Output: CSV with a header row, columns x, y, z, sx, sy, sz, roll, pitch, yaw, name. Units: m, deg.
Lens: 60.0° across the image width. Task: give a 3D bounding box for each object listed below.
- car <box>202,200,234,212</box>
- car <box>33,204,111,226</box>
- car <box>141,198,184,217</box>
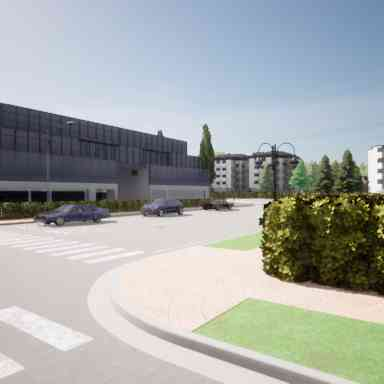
x,y,z,sx,sy,sz,roll,pitch,yaw,name
3.140,1.617,40.270,1.895,1.301,4.718,0,0,35,car
-8.452,1.563,23.986,2.033,1.411,5.357,0,0,37,car
-2.811,1.368,31.871,2.097,1.767,4.553,0,0,35,car
